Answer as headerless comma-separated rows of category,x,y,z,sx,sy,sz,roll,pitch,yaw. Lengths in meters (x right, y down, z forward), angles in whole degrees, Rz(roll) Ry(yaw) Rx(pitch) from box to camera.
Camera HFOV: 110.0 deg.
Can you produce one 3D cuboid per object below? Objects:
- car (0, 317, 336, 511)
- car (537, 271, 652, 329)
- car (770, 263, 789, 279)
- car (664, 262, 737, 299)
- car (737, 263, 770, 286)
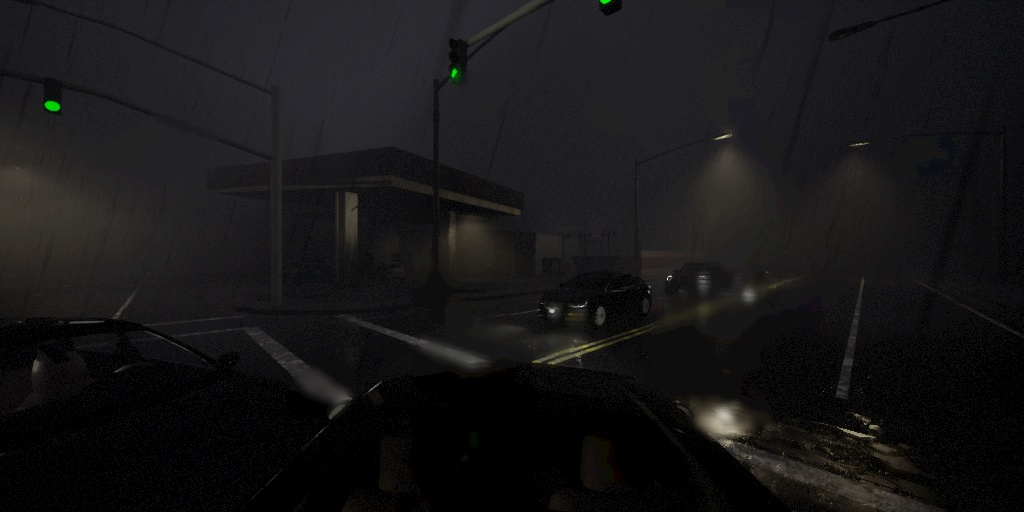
car,-3.435,1.242,2.455,4.902,1.511,2.128,0,0,15
car,2.812,1.254,11.510,1.837,1.490,4.892,0,0,44
car,23.586,1.310,32.445,4.181,1.385,1.994,0,0,-45
car,9.610,1.100,18.397,2.097,1.767,4.553,0,0,45
car,16.495,1.311,25.349,1.994,1.385,4.181,0,0,44
